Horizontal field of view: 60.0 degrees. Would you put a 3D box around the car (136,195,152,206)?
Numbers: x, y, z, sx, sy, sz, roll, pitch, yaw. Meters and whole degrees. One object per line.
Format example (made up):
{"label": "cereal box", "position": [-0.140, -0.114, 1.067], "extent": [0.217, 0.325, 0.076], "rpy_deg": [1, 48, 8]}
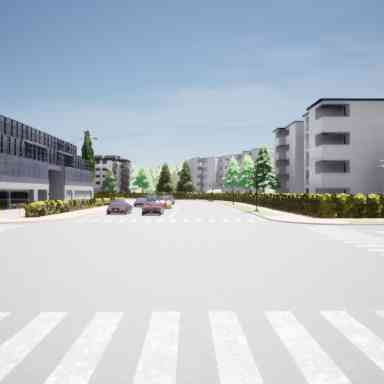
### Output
{"label": "car", "position": [-7.424, 1.546, 49.676], "extent": [2.033, 1.411, 5.357], "rpy_deg": [0, 0, 0]}

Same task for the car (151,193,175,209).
{"label": "car", "position": [-3.783, 1.350, 44.002], "extent": [2.097, 1.767, 4.553], "rpy_deg": [0, 0, -1]}

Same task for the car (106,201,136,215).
{"label": "car", "position": [-7.282, 1.562, 33.555], "extent": [1.994, 1.385, 4.181], "rpy_deg": [0, 0, 0]}

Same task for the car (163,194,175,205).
{"label": "car", "position": [-4.109, 1.349, 60.013], "extent": [2.097, 1.767, 4.553], "rpy_deg": [0, 0, -1]}

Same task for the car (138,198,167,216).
{"label": "car", "position": [-3.770, 1.599, 32.631], "extent": [1.895, 1.301, 4.718], "rpy_deg": [0, 0, -1]}

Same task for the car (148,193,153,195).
{"label": "car", "position": [-7.966, 1.220, 66.415], "extent": [2.150, 2.045, 5.566], "rpy_deg": [0, 0, -8]}
